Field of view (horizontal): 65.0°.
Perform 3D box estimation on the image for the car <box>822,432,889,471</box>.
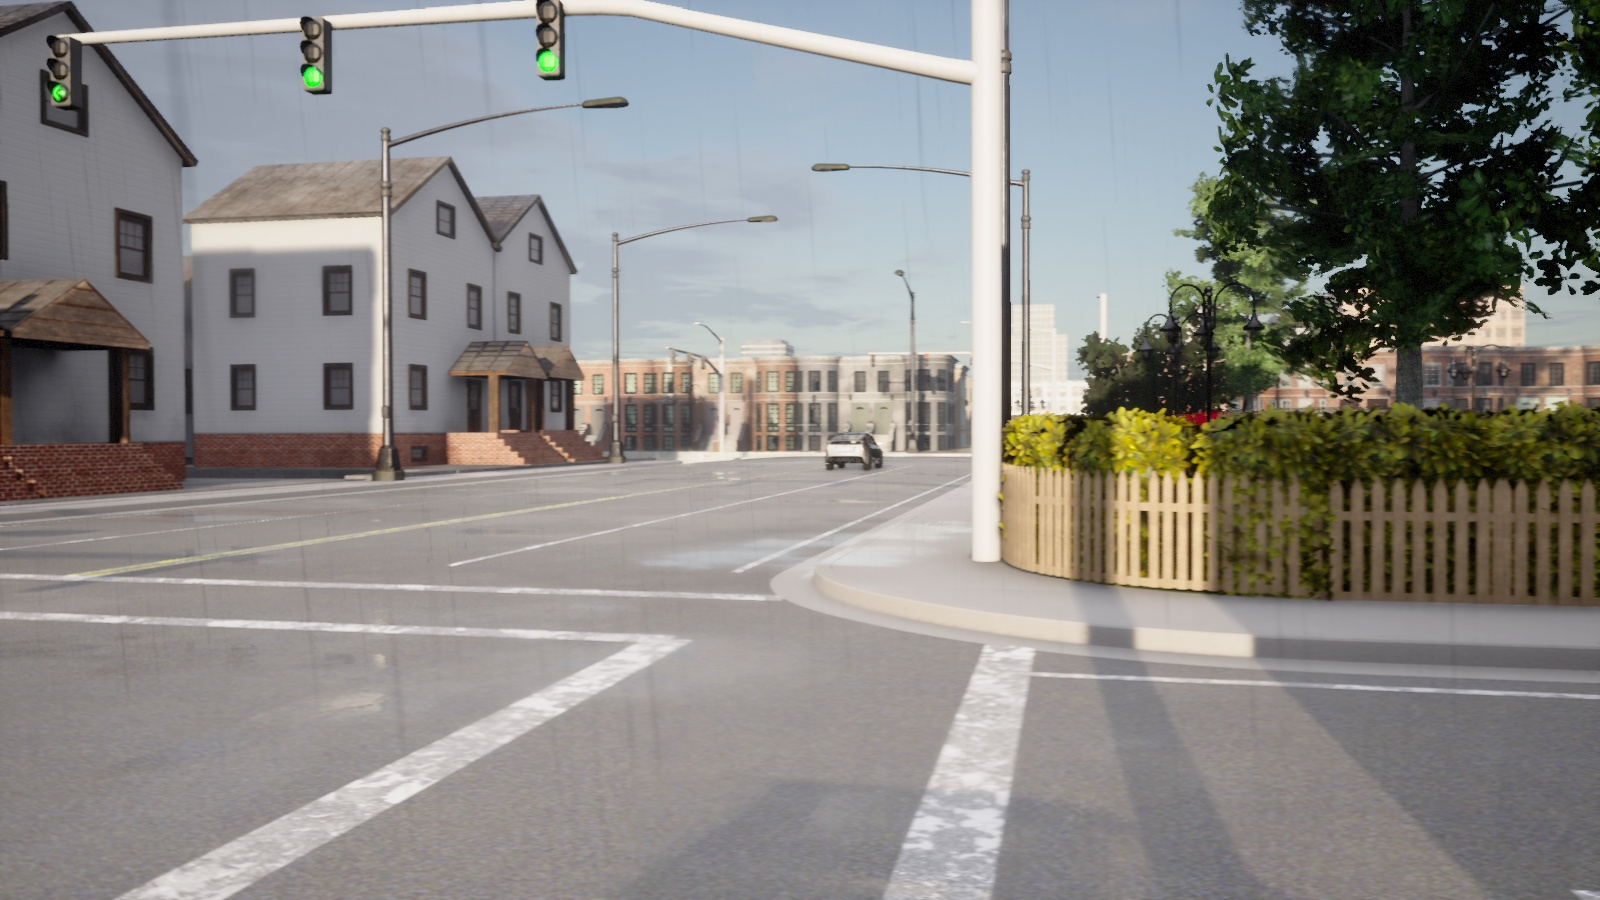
[{"bbox_3d":[2.336,0.009,51.784,2.007,1.525,4.514,0,1,13],"label":"car"}]
